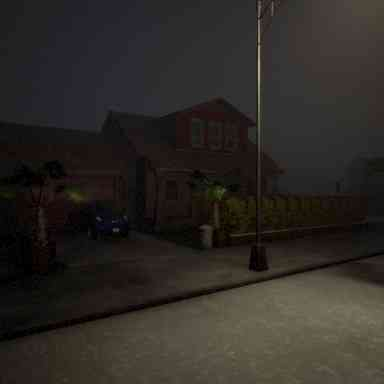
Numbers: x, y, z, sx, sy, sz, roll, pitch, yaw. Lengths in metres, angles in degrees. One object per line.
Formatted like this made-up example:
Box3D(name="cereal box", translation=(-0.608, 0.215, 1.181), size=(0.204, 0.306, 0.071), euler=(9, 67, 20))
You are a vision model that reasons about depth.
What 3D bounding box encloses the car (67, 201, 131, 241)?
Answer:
Box3D(name="car", translation=(-4.112, 1.174, 14.537), size=(1.845, 1.501, 3.633), euler=(0, 0, -38))
